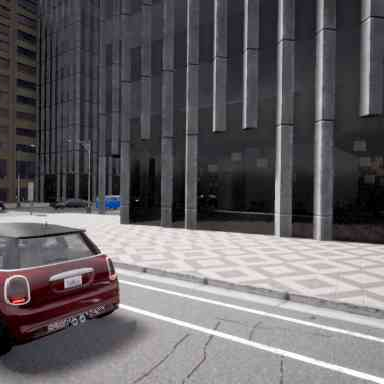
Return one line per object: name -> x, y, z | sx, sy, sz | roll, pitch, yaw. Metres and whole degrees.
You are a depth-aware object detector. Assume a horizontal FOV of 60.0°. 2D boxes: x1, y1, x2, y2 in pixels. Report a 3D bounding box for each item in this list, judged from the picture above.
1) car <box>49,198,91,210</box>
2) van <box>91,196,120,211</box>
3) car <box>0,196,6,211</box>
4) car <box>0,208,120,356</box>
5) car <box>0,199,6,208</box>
car -> -15.393, 1.460, 42.441 | 2.033, 1.411, 5.357 | 1, 1, 36
van -> -9.711, 1.339, 40.287 | 1.690, 1.788, 3.998 | 1, 1, 36
car -> -22.994, 1.324, 36.448 | 1.967, 1.590, 4.097 | 1, 1, 36
car -> -3.496, 1.349, 6.171 | 4.553, 1.767, 2.097 | 0, 0, 35
car -> -21.564, 1.278, 33.801 | 2.097, 1.767, 4.553 | 1, 1, 35
